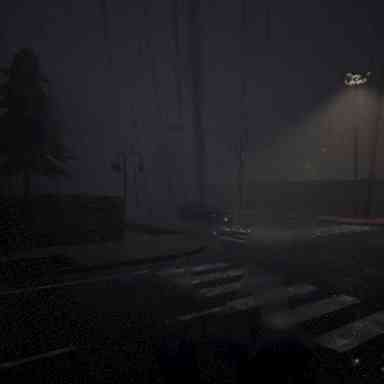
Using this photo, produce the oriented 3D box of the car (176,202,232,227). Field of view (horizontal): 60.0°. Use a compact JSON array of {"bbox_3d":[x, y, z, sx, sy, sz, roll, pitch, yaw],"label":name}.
[{"bbox_3d":[0.739,1.482,23.073,2.128,1.511,4.902,0,0,-35],"label":"car"}]
